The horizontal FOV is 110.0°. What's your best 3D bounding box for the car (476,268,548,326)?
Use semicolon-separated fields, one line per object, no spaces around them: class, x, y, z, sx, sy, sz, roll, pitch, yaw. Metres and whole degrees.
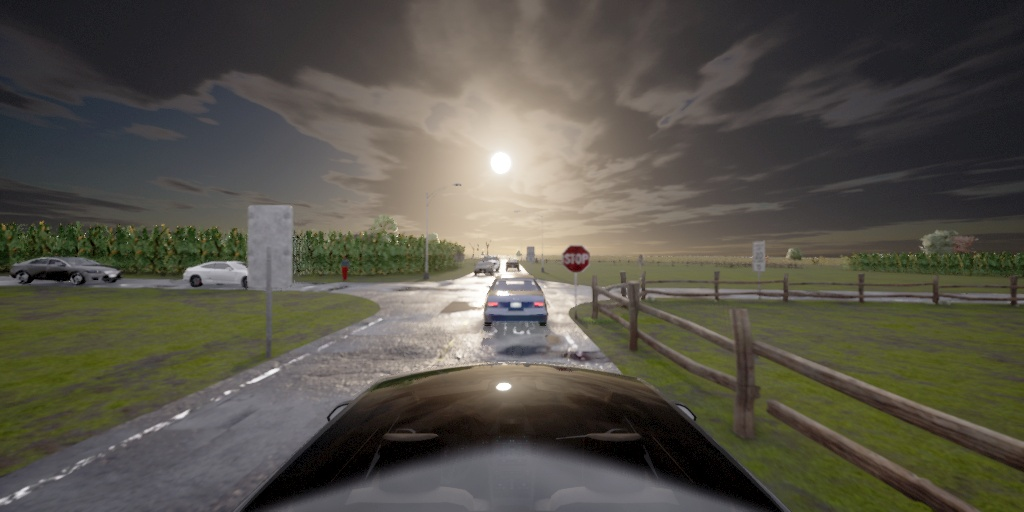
car;0.097;1.293;11.659;2.033;1.411;5.357;0;0;0

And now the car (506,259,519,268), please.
car;0.093;1.207;51.979;1.882;1.535;5.008;0;0;0

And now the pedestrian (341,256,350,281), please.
pedestrian;-12.173;0.876;26.131;0.375;1.860;0.375;0;-1;0

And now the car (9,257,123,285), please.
car;-24.845;0.804;20.116;4.902;1.511;2.128;1;0;0

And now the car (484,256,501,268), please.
car;-2.852;0.954;47.700;2.150;2.045;5.566;0;0;0

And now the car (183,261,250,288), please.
car;-15.695;1.001;20.108;4.674;1.442;1.812;1;0;1

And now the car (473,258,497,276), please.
car;-2.865;1.240;37.456;1.837;1.490;4.892;0;0;0
